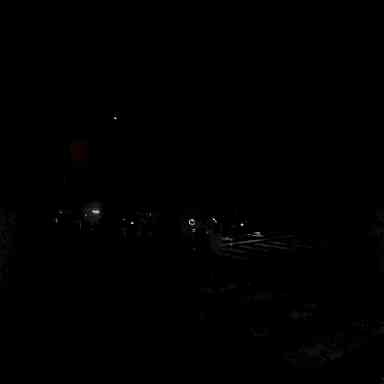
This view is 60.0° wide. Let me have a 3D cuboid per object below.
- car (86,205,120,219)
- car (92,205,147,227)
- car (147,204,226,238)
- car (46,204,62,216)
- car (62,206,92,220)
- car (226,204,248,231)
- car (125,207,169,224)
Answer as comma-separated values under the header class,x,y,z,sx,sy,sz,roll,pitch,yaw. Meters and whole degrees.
class,x,y,z,sx,sy,sz,roll,pitch,yaw
car,-10.422,2.230,38.810,2.033,1.411,5.357,0,-1,-36
car,-6.052,2.009,27.299,2.033,1.411,5.357,0,-1,-35
car,-0.474,1.636,19.644,2.097,1.767,4.553,0,-1,-36
car,-17.716,2.331,43.350,2.128,1.511,4.902,0,-1,-36
car,-11.888,2.214,35.311,1.994,1.385,4.181,0,-1,-36
car,1.628,1.800,22.280,1.837,1.490,4.892,0,-1,-36
car,-4.201,2.082,30.271,1.895,1.301,4.718,0,-1,-36
